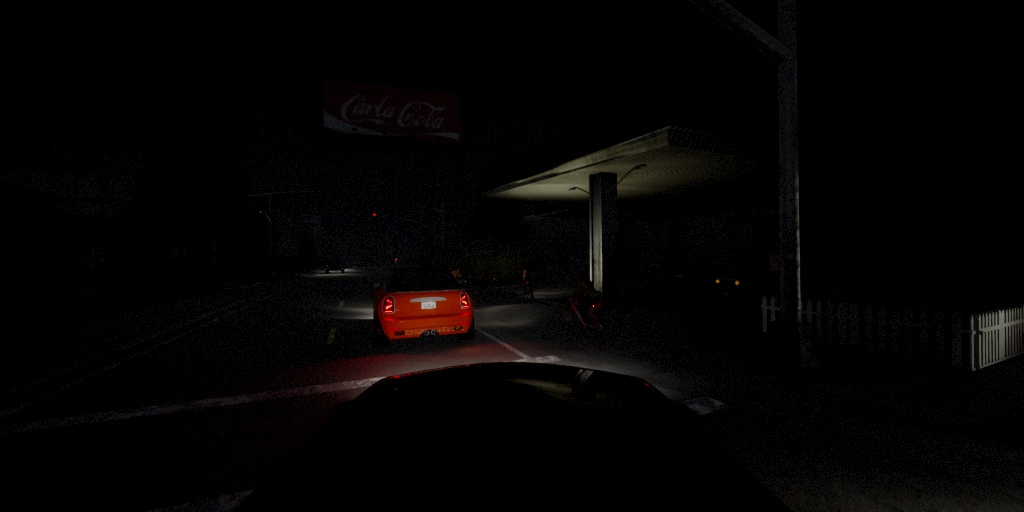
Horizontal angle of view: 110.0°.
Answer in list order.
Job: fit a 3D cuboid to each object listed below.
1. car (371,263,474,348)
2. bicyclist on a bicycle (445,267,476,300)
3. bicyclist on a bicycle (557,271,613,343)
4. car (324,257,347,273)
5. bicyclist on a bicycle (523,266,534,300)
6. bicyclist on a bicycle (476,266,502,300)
[{"bbox_3d":[-2.527,1.057,9.444,2.097,1.767,4.553,-1,0,-22],"label":"car"},{"bbox_3d":[-2.595,1.318,16.371,1.656,1.620,0.582,1,0,37],"label":"bicyclist on a bicycle"},{"bbox_3d":[1.719,1.199,8.651,0.582,1.620,1.656,3,-2,-42],"label":"bicyclist on a bicycle"},{"bbox_3d":[-23.614,1.211,47.848,2.150,2.045,5.566,-1,0,-25],"label":"car"},{"bbox_3d":[0.824,1.332,17.861,0.582,1.620,1.656,-1,0,16],"label":"bicyclist on a bicycle"},{"bbox_3d":[-1.285,1.344,17.750,1.656,1.620,0.582,0,0,-21],"label":"bicyclist on a bicycle"}]
